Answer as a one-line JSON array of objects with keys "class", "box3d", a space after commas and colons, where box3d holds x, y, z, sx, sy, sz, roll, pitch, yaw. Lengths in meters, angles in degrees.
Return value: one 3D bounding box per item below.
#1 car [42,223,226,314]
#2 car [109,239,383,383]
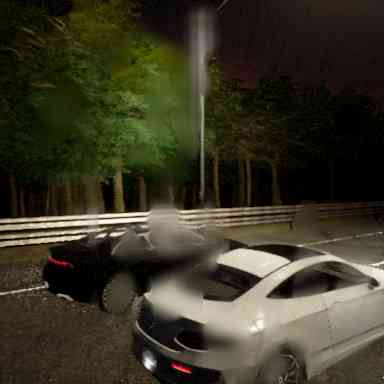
[{"class": "car", "box3d": [-0.719, 1.470, 7.549, 4.902, 1.511, 2.128, 0, 0, -36]}, {"class": "car", "box3d": [1.423, 1.503, 4.779, 4.674, 1.442, 1.812, 0, 0, -36]}]
